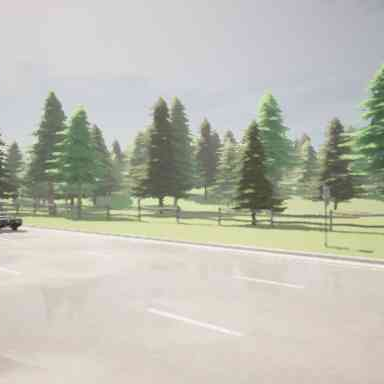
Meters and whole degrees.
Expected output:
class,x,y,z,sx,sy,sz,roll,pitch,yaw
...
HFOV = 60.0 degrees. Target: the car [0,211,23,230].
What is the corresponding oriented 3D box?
class,x,y,z,sx,sy,sz,roll,pitch,yaw
car,-13.621,1.968,22.785,4.718,1.301,1.895,-1,-1,36
